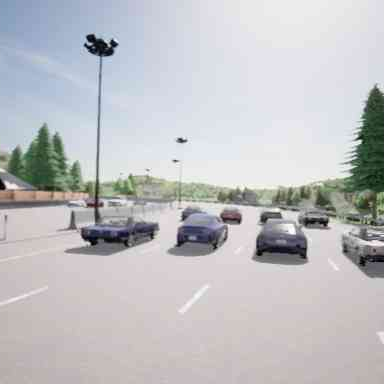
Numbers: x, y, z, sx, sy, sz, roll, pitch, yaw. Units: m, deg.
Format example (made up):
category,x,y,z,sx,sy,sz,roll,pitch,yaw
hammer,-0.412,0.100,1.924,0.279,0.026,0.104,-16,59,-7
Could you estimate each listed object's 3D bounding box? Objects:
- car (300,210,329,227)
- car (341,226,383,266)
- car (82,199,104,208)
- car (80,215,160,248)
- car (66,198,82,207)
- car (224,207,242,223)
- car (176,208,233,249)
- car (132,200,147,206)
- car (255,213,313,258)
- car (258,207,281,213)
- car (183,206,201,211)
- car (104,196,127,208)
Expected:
category,x,y,z,sx,sy,sz,roll,pitch,yaw
car,10.375,2.241,28.793,1.895,1.301,4.718,1,-1,9
car,7.006,1.945,12.675,1.895,1.301,4.718,1,-1,15
car,-15.552,1.790,53.595,1.882,1.535,5.008,2,-1,2
car,-3.097,1.728,15.539,1.895,1.301,4.718,1,-1,15
car,-19.003,1.767,54.827,1.812,1.442,4.674,1,-1,1
car,3.603,2.061,30.826,1.994,1.385,4.181,1,-1,9
car,0.586,1.749,15.847,1.812,1.442,4.674,1,-1,14
car,-8.547,1.989,54.234,2.128,1.511,4.902,1,-1,1
car,3.816,1.851,14.355,1.994,1.385,4.181,1,-1,14
car,7.025,2.064,30.035,2.128,1.511,4.902,1,-1,9
car,0.185,1.986,31.628,1.994,1.385,4.181,1,-1,9
car,-12.028,1.626,53.856,2.150,2.045,5.566,1,-1,1
